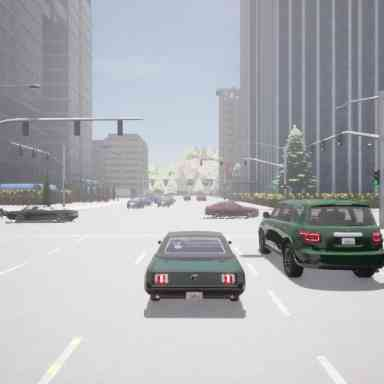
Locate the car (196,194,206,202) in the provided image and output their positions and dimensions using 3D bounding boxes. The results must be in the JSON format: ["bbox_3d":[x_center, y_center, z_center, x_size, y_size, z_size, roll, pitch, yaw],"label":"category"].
[{"bbox_3d":[2.304,1.348,78.733,2.097,1.767,4.553,0,0,-1],"label":"car"}]

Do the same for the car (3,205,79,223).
[{"bbox_3d":[-10.924,1.601,24.660,4.718,1.301,1.895,0,0,0],"label":"car"}]

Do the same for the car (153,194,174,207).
[{"bbox_3d":[-4.386,1.491,52.220,2.128,1.511,4.902,0,0,-1],"label":"car"}]

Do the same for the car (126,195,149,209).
[{"bbox_3d":[-7.864,1.491,46.557,2.128,1.511,4.902,0,0,1],"label":"car"}]

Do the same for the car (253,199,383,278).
[{"bbox_3d":[3.576,1.221,10.299,2.150,2.045,5.566,0,0,0],"label":"car"}]

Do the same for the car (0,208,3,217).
[{"bbox_3d":[-18.100,1.564,28.099,4.181,1.385,1.994,0,0,0],"label":"car"}]

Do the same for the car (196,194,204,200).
[{"bbox_3d":[2.148,1.386,89.013,1.882,1.535,5.008,0,0,-1],"label":"car"}]

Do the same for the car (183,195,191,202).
[{"bbox_3d":[-1.192,1.500,78.461,1.837,1.490,4.892,0,0,-1],"label":"car"}]

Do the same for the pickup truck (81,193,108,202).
[{"bbox_3d":[-21.238,1.059,73.302,2.390,2.098,6.274,0,0,30],"label":"pickup truck"}]

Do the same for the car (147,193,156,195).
[{"bbox_3d":[-8.032,1.221,66.188,2.150,2.045,5.566,0,0,0],"label":"car"}]

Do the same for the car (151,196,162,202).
[{"bbox_3d":[-8.165,1.548,76.599,1.994,1.385,4.181,0,0,-1],"label":"car"}]

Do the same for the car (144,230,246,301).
[{"bbox_3d":[0.066,1.601,8.267,1.895,1.301,4.718,0,0,0],"label":"car"}]

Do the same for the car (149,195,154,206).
[{"bbox_3d":[-7.931,1.564,55.468,1.994,1.385,4.181,0,0,-1],"label":"car"}]

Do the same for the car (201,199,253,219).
[{"bbox_3d":[3.329,1.525,28.282,4.674,1.442,1.812,0,0,-1],"label":"car"}]

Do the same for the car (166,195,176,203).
[{"bbox_3d":[-4.607,1.478,72.784,1.882,1.535,5.008,0,0,-1],"label":"car"}]

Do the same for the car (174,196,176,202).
[{"bbox_3d":[-4.511,1.491,62.475,2.128,1.511,4.902,0,0,0],"label":"car"}]
